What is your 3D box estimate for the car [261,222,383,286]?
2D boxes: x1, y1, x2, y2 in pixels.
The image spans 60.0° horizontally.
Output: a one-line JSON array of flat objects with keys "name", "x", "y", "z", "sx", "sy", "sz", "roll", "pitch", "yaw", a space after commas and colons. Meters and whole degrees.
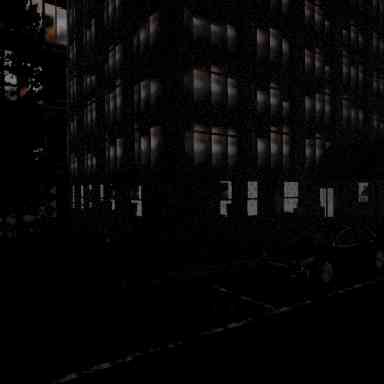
[{"name": "car", "x": 3.807, "y": 1.549, "z": 9.308, "sx": 4.403, "sy": 1.369, "sz": 2.008, "roll": 0, "pitch": -1, "yaw": -36}]
